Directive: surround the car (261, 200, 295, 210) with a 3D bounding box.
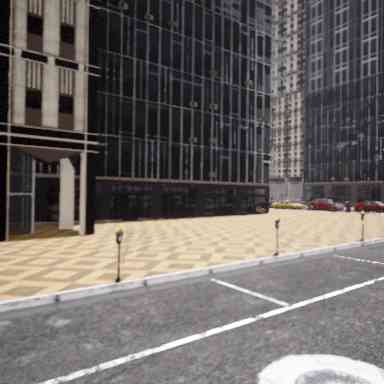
[{"bbox_3d":[12.508,1.841,48.770,1.895,1.301,4.718,1,-1,-35],"label":"car"}]

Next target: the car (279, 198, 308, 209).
[{"bbox_3d":[16.221,1.790,53.381,1.967,1.590,4.097,0,-1,-35],"label":"car"}]

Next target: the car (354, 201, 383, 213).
[{"bbox_3d":[19.117,1.630,34.605,1.802,1.307,4.206,1,-1,-35],"label":"car"}]

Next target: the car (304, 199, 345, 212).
[{"bbox_3d":[15.862,1.542,39.266,1.967,1.590,4.097,1,-1,-35],"label":"car"}]

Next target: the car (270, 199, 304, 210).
[{"bbox_3d":[12.704,1.681,43.784,1.752,1.417,4.829,1,-1,-35],"label":"car"}]

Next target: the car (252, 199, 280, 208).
[{"bbox_3d":[12.869,1.931,58.178,1.752,1.417,4.829,0,-1,-35],"label":"car"}]
